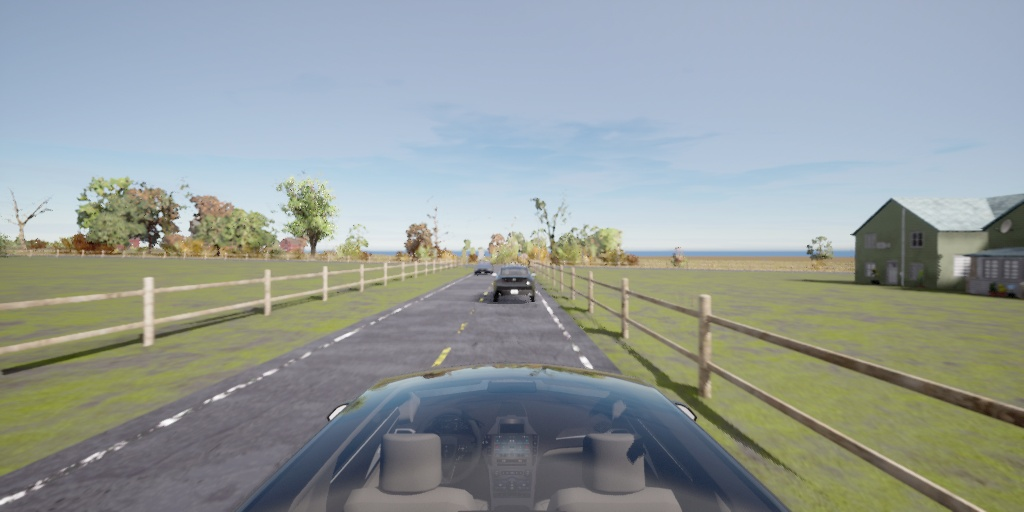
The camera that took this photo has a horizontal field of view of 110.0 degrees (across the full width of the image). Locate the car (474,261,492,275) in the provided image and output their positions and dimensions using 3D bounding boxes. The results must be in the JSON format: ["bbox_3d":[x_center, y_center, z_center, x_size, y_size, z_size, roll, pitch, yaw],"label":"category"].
[{"bbox_3d":[-2.843,1.231,37.448,2.033,1.411,5.357,0,0,0],"label":"car"}]

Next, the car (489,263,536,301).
[{"bbox_3d":[0.100,1.220,17.047,1.837,1.490,4.892,0,0,0],"label":"car"}]
